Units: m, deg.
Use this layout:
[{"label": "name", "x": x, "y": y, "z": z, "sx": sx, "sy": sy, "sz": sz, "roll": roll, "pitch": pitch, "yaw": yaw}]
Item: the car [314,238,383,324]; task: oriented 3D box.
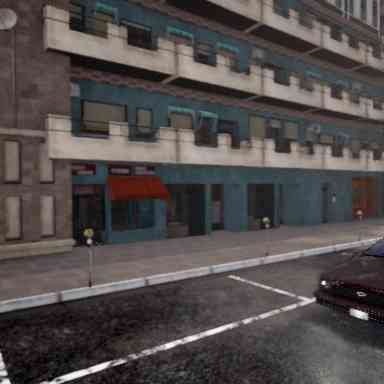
[{"label": "car", "x": 4.806, "y": 1.538, "z": 6.805, "sx": 5.357, "sy": 1.411, "sz": 2.033, "roll": 0, "pitch": 0, "yaw": -36}]
